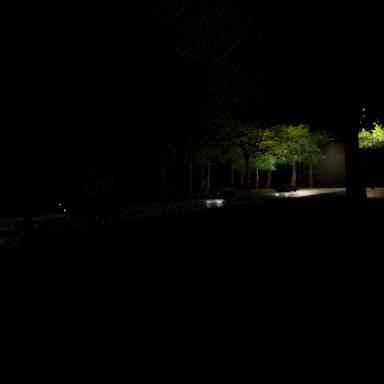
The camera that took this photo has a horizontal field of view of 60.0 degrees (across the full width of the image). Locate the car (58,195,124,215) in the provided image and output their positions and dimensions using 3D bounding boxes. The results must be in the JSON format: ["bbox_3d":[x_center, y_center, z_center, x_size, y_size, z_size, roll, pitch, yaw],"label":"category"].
[{"bbox_3d":[-7.544,0.899,25.077,1.895,1.301,4.718,-1,2,40],"label":"car"}]

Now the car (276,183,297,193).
[{"bbox_3d":[15.567,-0.744,54.836,2.097,1.767,4.553,-1,2,38],"label":"car"}]

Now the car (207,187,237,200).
[{"bbox_3d":[3.617,0.110,39.456,1.812,1.442,4.674,-1,2,38],"label":"car"}]
